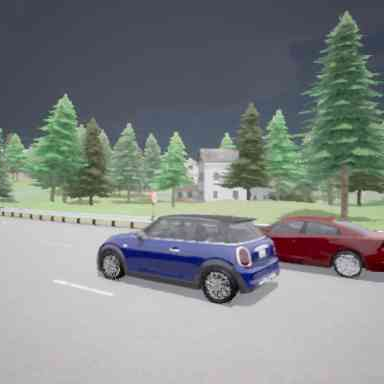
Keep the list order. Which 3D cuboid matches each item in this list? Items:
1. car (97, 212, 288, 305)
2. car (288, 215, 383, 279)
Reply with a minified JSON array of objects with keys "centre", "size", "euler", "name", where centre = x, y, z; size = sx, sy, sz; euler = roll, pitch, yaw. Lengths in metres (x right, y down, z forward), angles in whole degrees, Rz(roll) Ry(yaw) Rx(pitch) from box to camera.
[{"centre":[-0.258,1.317,8.266],"size":[4.553,1.767,2.097],"euler":[0,0,34],"name":"car"},{"centre":[3.329,1.450,10.079],"size":[5.008,1.535,1.882],"euler":[0,0,35],"name":"car"}]
